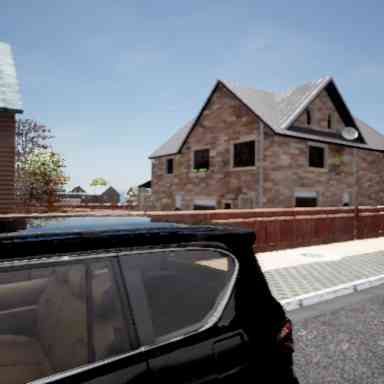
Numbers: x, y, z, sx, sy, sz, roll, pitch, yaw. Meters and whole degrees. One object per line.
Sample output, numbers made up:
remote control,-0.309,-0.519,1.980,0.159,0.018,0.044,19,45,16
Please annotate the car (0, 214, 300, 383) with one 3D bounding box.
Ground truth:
car,-1.787,1.212,1.848,5.566,2.045,2.150,1,0,-34
